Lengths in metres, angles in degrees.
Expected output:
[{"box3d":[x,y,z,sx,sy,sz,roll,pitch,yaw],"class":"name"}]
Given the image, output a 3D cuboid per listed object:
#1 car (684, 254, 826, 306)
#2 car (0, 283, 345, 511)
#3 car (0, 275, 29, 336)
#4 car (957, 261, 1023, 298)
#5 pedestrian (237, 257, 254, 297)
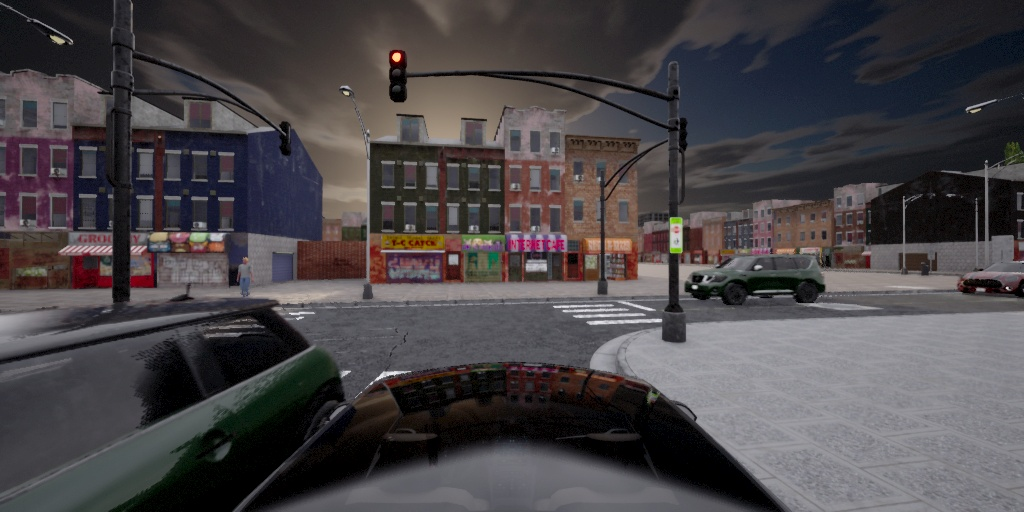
[{"box3d":[10.360,0.951,15.370,5.566,2.045,2.150,0,0,-9],"class":"car"},{"box3d":[-2.621,1.102,1.450,2.097,1.767,4.553,0,0,1],"class":"car"},{"box3d":[-15.411,1.277,8.354,4.902,1.511,2.128,0,0,-8],"class":"car"},{"box3d":[24.791,1.043,17.607,4.553,1.767,2.097,0,0,-9],"class":"car"},{"box3d":[-11.107,0.945,14.948,0.375,1.860,0.375,0,0,-9],"class":"pedestrian"}]
